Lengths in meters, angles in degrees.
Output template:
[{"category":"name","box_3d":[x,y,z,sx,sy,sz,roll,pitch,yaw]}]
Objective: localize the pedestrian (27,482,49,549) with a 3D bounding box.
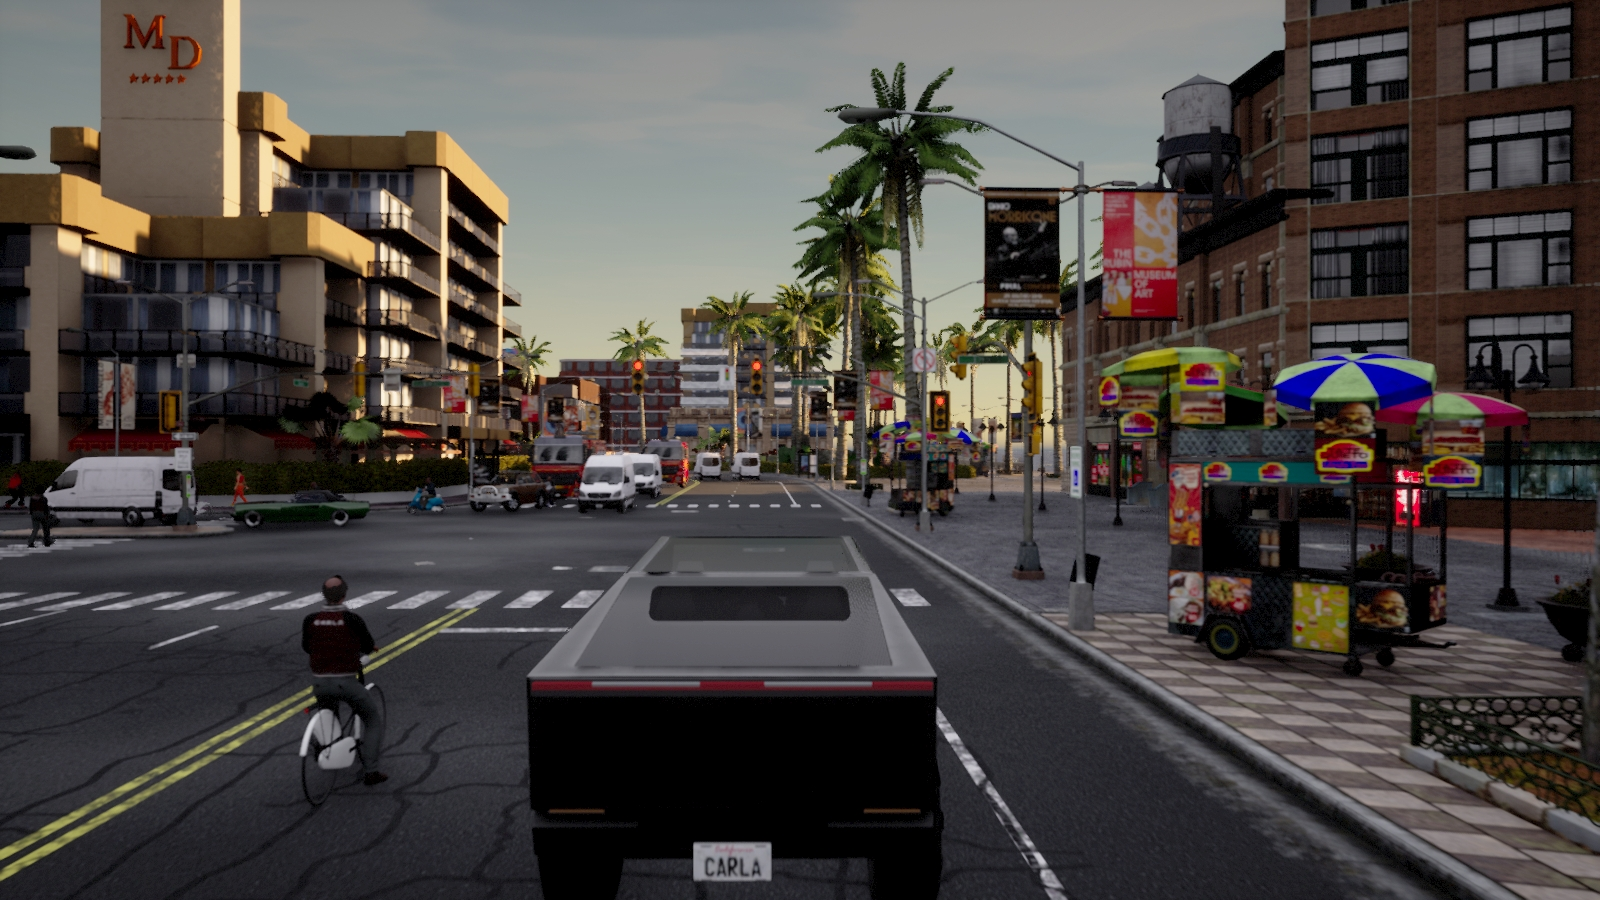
[{"category":"pedestrian","box_3d":[-21.607,1.849,32.407,0.375,1.860,0.375,0,0,1]}]

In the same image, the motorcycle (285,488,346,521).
[{"category":"motorcycle","box_3d":[-19.827,2.205,46.751,2.209,1.251,0.867,0,0,-31]}]

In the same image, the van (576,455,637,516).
[{"category":"van","box_3d":[-8.730,1.534,52.022,1.988,2.561,5.915,0,0,-2]}]

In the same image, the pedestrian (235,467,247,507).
[{"category":"pedestrian","box_3d":[-25.626,1.696,52.395,0.375,1.860,0.375,0,0,-2]}]

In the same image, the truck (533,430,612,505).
[{"category":"truck","box_3d":[-12.395,0.890,63.016,2.891,3.827,8.468,0,0,-2]}]

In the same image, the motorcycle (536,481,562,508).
[{"category":"motorcycle","box_3d":[-12.417,2.205,56.604,0.867,1.251,2.209,0,0,-1]}]

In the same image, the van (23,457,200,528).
[{"category":"van","box_3d":[-25.754,1.535,42.789,5.915,2.561,1.988,0,0,12]}]

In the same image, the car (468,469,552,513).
[{"category":"car","box_3d":[-13.365,1.864,52.932,1.932,1.855,4.605,0,0,12]}]

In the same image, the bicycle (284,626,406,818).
[{"category":"bicycle","box_3d":[-3.775,2.210,9.603,0.329,1.171,1.835,0,0,-1]}]

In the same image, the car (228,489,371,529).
[{"category":"car","box_3d":[-18.417,2.155,42.262,4.718,1.301,1.895,0,0,-20]}]

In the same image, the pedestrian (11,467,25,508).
[{"category":"pedestrian","box_3d":[-35.557,1.697,51.932,0.375,1.860,0.375,0,0,-4]}]

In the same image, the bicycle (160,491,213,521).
[{"category":"bicycle","box_3d":[-24.391,2.210,45.437,1.835,1.171,0.329,0,-1,-10]}]

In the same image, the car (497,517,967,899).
[{"category":"car","box_3d":[-0.354,1.754,8.939,2.390,2.098,6.274,0,0,0]}]

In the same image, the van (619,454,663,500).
[{"category":"van","box_3d":[-9.300,1.534,67.214,1.988,2.561,5.915,0,0,-2]}]
